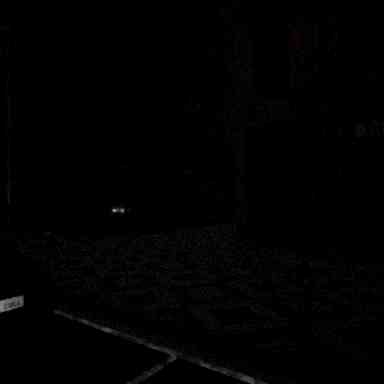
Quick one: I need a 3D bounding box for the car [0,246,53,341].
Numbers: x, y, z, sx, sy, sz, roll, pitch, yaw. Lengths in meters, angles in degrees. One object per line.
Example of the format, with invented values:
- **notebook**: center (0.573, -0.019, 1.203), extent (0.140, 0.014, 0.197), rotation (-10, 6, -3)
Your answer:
- **car**: center (-4.197, 1.607, 5.852), extent (4.313, 1.339, 1.947), rotation (0, -1, 36)
